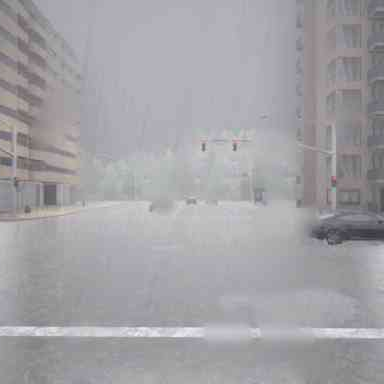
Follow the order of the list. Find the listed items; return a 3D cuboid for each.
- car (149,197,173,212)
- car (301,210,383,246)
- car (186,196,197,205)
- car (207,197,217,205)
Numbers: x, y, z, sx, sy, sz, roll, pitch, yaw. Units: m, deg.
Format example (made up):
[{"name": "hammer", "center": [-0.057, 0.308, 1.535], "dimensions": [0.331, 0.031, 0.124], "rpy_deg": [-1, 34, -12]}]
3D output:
[{"name": "car", "center": [-3.627, 1.352, 38.321], "dimensions": [2.097, 1.767, 4.553], "rpy_deg": [0, 0, 0]}, {"name": "car", "center": [7.207, 1.526, 14.617], "dimensions": [4.674, 1.442, 1.812], "rpy_deg": [0, 0, 0]}, {"name": "car", "center": [-0.044, 1.526, 60.052], "dimensions": [1.812, 1.442, 4.674], "rpy_deg": [0, 0, 0]}, {"name": "car", "center": [3.700, 1.547, 60.823], "dimensions": [2.033, 1.411, 5.357], "rpy_deg": [0, 0, 4]}]
